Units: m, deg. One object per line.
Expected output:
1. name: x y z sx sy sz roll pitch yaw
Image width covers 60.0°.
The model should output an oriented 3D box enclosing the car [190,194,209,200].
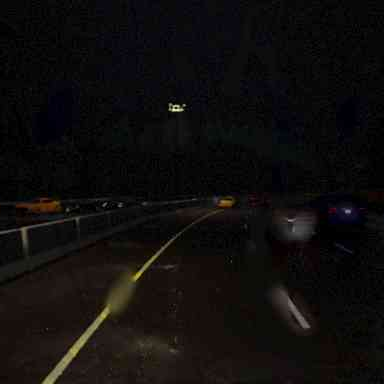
1. car: 2.023 1.162 70.364 1.837 1.490 4.892 0 0 25

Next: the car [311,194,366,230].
1. car: 8.789 1.140 20.525 2.150 2.045 5.566 0 0 8

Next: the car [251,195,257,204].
1. car: 11.607 1.257 57.714 1.837 1.490 4.892 0 0 23

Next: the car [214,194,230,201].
1. car: 6.449 1.177 71.522 1.837 1.490 4.892 0 0 25

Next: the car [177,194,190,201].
1. car: -1.449 1.170 71.221 1.837 1.490 4.892 0 0 25

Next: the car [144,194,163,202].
1. car: -7.611 1.163 65.907 1.882 1.535 5.008 0 0 23

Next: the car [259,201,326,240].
1. car: 4.746 1.422 16.517 2.128 1.511 4.902 0 0 6

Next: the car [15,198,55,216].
1. car: -14.370 1.312 31.238 1.882 1.535 5.008 0 0 11

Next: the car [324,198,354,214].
1. car: 15.203 1.410 34.620 2.033 1.411 5.357 0 0 15

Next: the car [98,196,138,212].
1. car: -6.949 1.191 32.664 2.097 1.767 4.553 0 0 13

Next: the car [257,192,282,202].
1. car: 8.981 1.189 38.203 2.097 1.767 4.553 0 0 15

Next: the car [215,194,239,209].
1. car: 4.598 1.274 40.868 1.801 1.575 5.366 0 0 16

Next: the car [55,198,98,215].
1. car: -10.625 1.327 32.165 2.128 1.511 4.902 0 0 12
